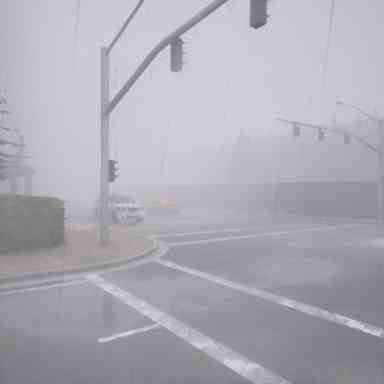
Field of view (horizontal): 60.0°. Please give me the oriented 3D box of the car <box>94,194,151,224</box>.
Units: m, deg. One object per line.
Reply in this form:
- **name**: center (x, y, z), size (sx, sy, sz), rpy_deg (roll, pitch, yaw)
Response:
- **car**: center (-5.566, 1.187, 24.927), size (2.150, 2.045, 5.566), rpy_deg (0, 0, -35)

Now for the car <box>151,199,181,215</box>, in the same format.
- **car**: center (-3.029, 1.459, 33.793), size (1.882, 1.535, 5.008), rpy_deg (0, 0, -35)
